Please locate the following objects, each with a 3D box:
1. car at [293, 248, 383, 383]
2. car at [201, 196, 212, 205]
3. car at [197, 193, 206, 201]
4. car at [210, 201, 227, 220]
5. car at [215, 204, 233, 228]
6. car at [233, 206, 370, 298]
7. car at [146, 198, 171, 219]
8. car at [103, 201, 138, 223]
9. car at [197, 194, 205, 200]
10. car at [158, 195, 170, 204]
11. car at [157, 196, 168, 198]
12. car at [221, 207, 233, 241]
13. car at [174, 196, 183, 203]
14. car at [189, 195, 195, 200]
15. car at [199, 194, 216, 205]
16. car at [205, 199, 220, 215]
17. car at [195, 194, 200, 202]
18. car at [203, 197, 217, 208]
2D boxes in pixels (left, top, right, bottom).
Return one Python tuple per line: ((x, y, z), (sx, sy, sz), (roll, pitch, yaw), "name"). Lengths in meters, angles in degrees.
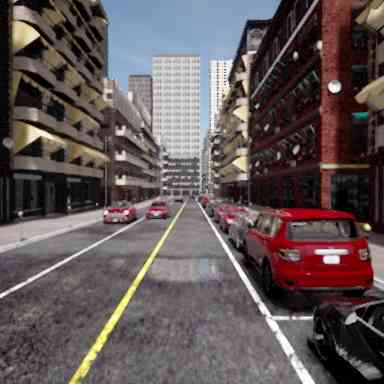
((2.555, 1.567, 2.919), (1.947, 1.339, 4.313), (-1, 0, 0), "car")
((2.537, 1.539, 58.579), (1.752, 1.417, 4.829), (-1, 0, 0), "car")
((2.526, 1.331, 86.154), (2.192, 1.841, 5.009), (-1, 0, 0), "car")
((2.549, 1.590, 25.115), (1.802, 1.307, 4.206), (-1, 0, 0), "car")
((2.550, 1.589, 19.566), (1.802, 1.307, 4.206), (-1, 0, 0), "car")
((2.551, 1.318, 8.468), (2.192, 1.841, 5.009), (-1, 0, 0), "car")
((-2.857, 1.534, 28.921), (1.812, 1.442, 4.674), (0, 0, 0), "car")
((-5.333, 1.448, 25.091), (1.967, 1.590, 4.097), (-1, 0, 0), "car")
((2.526, 1.456, 91.703), (1.967, 1.590, 4.097), (-1, 0, 0), "car")
((-5.346, 1.455, 63.935), (1.967, 1.590, 4.097), (-1, 0, 0), "car")
((-5.341, 1.538, 52.667), (1.752, 1.417, 4.829), (-1, 0, 0), "car")
((2.552, 1.556, 14.017), (2.008, 1.369, 4.403), (-1, 0, 0), "car")
((-2.772, 1.589, 69.517), (1.895, 1.301, 4.718), (0, 0, 0), "car")
((-0.030, 1.479, 93.263), (1.812, 1.442, 4.674), (0, 0, 0), "car")
((2.538, 1.327, 47.311), (2.192, 1.841, 5.009), (-1, 0, 0), "car")
((2.547, 1.575, 30.664), (1.947, 1.339, 4.313), (-1, 0, 0), "car")
((2.206, 1.519, 73.749), (1.837, 1.490, 4.892), (0, 0, 0), "car")
((2.545, 1.561, 36.213), (2.008, 1.369, 4.403), (-1, 0, 0), "car")
